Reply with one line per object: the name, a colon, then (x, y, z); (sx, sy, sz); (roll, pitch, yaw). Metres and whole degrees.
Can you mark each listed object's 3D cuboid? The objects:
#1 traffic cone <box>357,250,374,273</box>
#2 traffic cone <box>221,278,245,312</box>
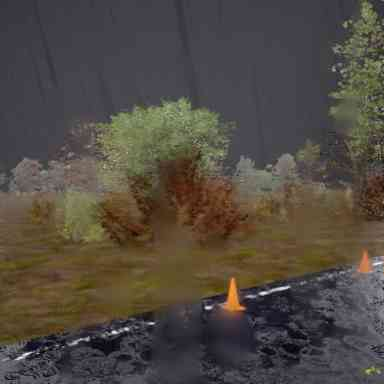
traffic cone: (4.856, 1.936, 9.320); (0.340, 0.580, 0.340); (0, 0, -36)
traffic cone: (0.792, 1.948, 6.408); (0.340, 0.580, 0.340); (0, 0, -36)
